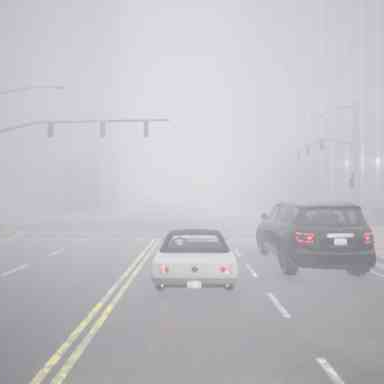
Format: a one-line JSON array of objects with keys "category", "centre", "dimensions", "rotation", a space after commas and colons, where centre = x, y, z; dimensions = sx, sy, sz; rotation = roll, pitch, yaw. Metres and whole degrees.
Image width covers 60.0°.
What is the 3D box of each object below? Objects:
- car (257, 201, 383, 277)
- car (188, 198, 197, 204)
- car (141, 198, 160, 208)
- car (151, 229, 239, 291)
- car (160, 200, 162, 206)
[{"category": "car", "centre": [3.584, 1.298, 10.672], "dimensions": [2.150, 2.045, 5.566], "rotation": [0, 0, 0]}, {"category": "car", "centre": [0.062, 2.057, 76.908], "dimensions": [2.128, 1.511, 4.902], "rotation": [0, 0, 0]}, {"category": "car", "centre": [-7.045, 1.730, 54.617], "dimensions": [2.097, 1.767, 4.553], "rotation": [0, 0, 0]}, {"category": "car", "centre": [0.075, 1.665, 9.183], "dimensions": [1.895, 1.301, 4.718], "rotation": [0, 0, 0]}, {"category": "car", "centre": [-6.977, 1.998, 65.135], "dimensions": [2.033, 1.411, 5.357], "rotation": [0, 0, 1]}]
